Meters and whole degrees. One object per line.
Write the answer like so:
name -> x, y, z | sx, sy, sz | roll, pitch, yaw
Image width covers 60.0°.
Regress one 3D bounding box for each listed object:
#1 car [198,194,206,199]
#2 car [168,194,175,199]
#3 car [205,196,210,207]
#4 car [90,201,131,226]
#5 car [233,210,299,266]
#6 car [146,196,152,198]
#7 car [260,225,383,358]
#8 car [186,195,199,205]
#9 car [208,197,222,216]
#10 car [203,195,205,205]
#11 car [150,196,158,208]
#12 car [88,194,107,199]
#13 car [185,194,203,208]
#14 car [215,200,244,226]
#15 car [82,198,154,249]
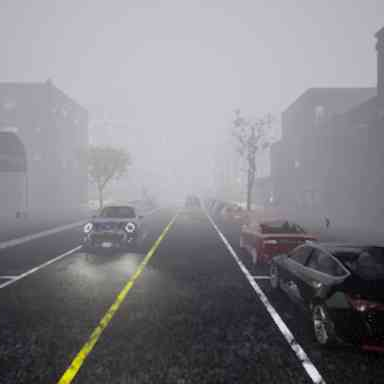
car -> 2.805, 1.254, 93.702 | 1.967, 1.590, 4.097 | 0, 0, 0
car -> -5.779, 1.357, 94.924 | 1.887, 1.381, 4.507 | 0, 0, 0
car -> 2.825, 1.478, 38.228 | 1.947, 1.339, 4.313 | 0, 0, 0
car -> -5.753, 1.468, 24.075 | 1.752, 1.417, 4.829 | 1, 0, 0
car -> 2.704, 1.517, 11.226 | 1.887, 1.381, 4.507 | 0, 0, 0
car -> -5.808, 1.469, 35.310 | 2.008, 1.369, 4.403 | 1, 0, 0
car -> 2.697, 1.551, 5.999 | 1.947, 1.339, 4.313 | 0, 0, 0
car -> 0.098, 1.365, 57.724 | 2.128, 1.511, 4.902 | 0, 0, 0
car -> 2.797, 1.479, 30.683 | 2.008, 1.369, 4.403 | 0, 0, 0
car -> 2.825, 1.476, 47.230 | 1.802, 1.307, 4.206 | 0, 0, 0
car -> -5.814, 1.336, 46.129 | 1.967, 1.590, 4.097 | 0, 0, 0
car -> -19.999, 1.014, 69.566 | 4.507, 1.381, 1.887 | 1, -1, -1
car -> 0.099, 1.249, 45.071 | 2.097, 1.767, 4.553 | 0, 0, 0
car -> 2.757, 1.472, 22.463 | 1.752, 1.417, 4.829 | 0, 0, 0
car -> -3.095, 1.317, 14.311 | 2.097, 1.767, 4.553 | 0, 0, 0
